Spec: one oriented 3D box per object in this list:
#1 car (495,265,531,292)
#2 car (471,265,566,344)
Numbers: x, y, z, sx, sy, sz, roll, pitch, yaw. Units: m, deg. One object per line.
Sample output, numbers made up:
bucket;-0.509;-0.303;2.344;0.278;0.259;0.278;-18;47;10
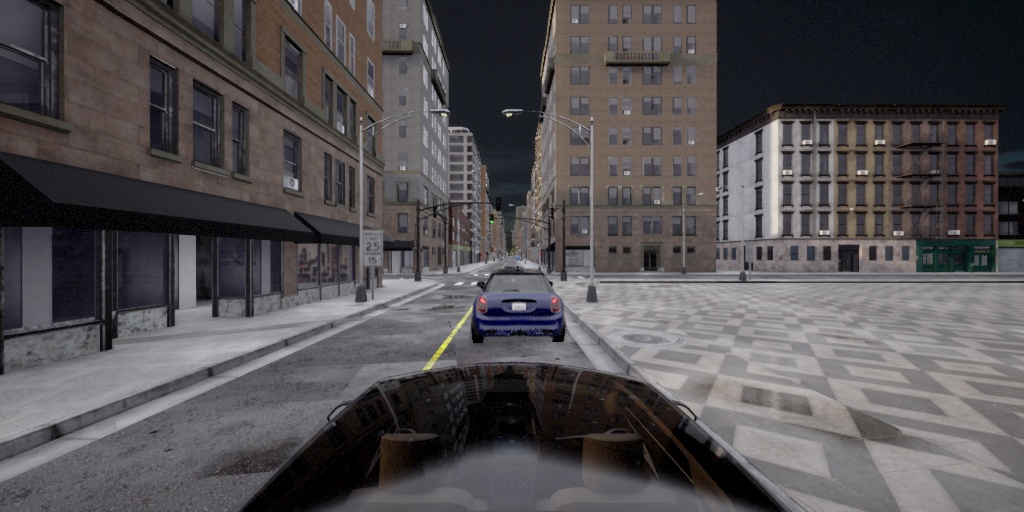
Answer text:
car;0.073;1.312;22.167;1.994;1.385;4.181;0;0;0
car;0.098;1.101;9.779;2.097;1.767;4.553;0;0;-1
